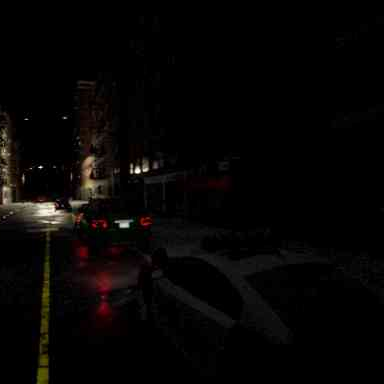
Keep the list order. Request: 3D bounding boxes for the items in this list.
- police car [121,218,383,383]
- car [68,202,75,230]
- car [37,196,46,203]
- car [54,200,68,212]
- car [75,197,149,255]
[{"bbox_3d":[0.598,1.384,4.472,1.930,1.638,5.238,-1,0,-23],"label":"police car"},{"bbox_3d":[-5.663,1.353,19.044,2.097,1.767,4.553,-1,0,-23],"label":"car"},{"bbox_3d":[-35.589,1.781,78.853,1.882,1.535,5.008,-1,0,-23],"label":"car"},{"bbox_3d":[-15.501,1.638,39.752,2.033,1.411,5.357,-1,0,-22],"label":"car"},{"bbox_3d":[-3.320,1.210,13.586,2.150,2.045,5.566,-1,0,-23],"label":"car"}]
